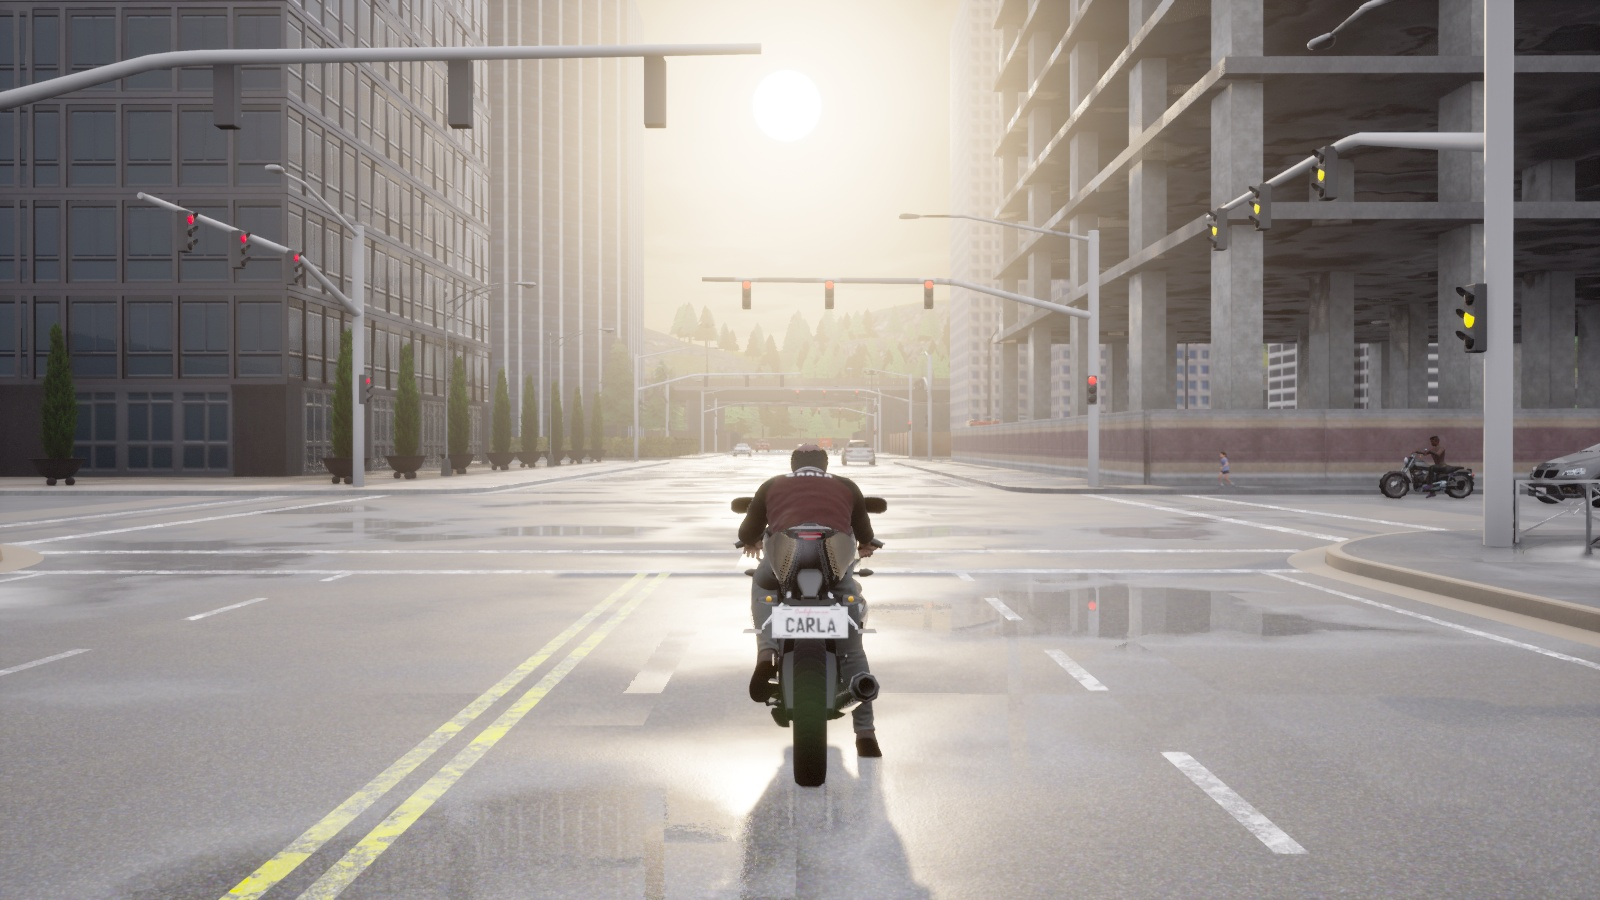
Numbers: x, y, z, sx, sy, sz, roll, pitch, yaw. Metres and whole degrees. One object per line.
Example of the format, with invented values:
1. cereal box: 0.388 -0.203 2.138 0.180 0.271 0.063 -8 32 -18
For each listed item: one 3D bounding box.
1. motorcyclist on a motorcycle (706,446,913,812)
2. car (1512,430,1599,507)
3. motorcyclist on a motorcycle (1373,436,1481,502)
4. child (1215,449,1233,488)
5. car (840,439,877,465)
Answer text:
1. motorcyclist on a motorcycle: 0.046 0.746 6.351 0.866 1.530 2.191 0 0 0
2. car: 19.038 0.390 28.397 4.611 1.667 2.242 0 0 0
3. motorcyclist on a motorcycle: 15.918 0.474 31.900 2.350 1.649 0.766 0 0 0
4. child: 12.102 0.533 35.841 0.394 1.110 0.255 0 0 -17
5. car: 3.933 0.114 85.024 2.242 1.667 4.611 0 0 0
